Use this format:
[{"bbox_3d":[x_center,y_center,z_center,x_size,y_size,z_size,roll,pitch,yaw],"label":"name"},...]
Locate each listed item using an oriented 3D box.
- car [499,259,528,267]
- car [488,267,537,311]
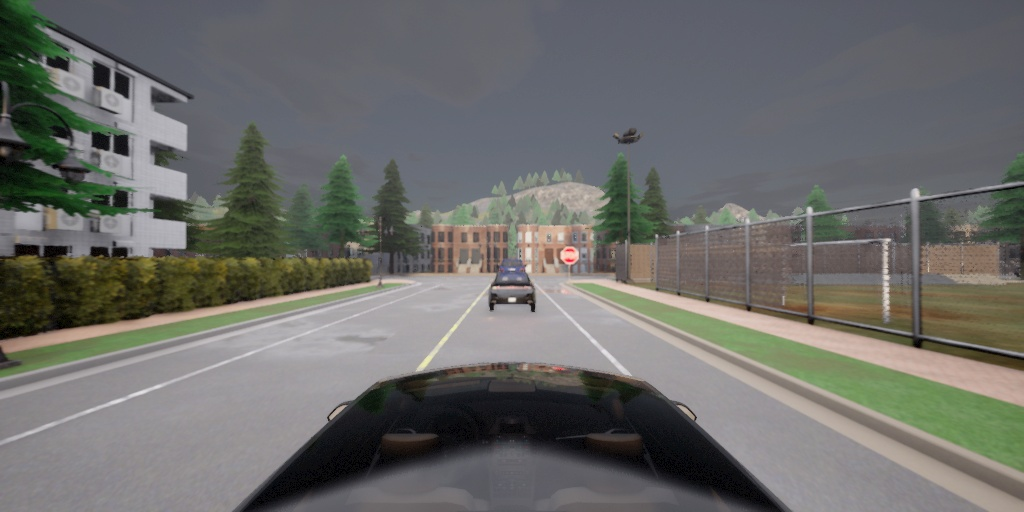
[{"bbox_3d":[0.094,1.271,29.390,2.150,2.045,5.566,0,0,3],"label":"car"},{"bbox_3d":[0.024,1.389,15.348,2.128,1.511,4.902,0,0,1],"label":"car"}]
